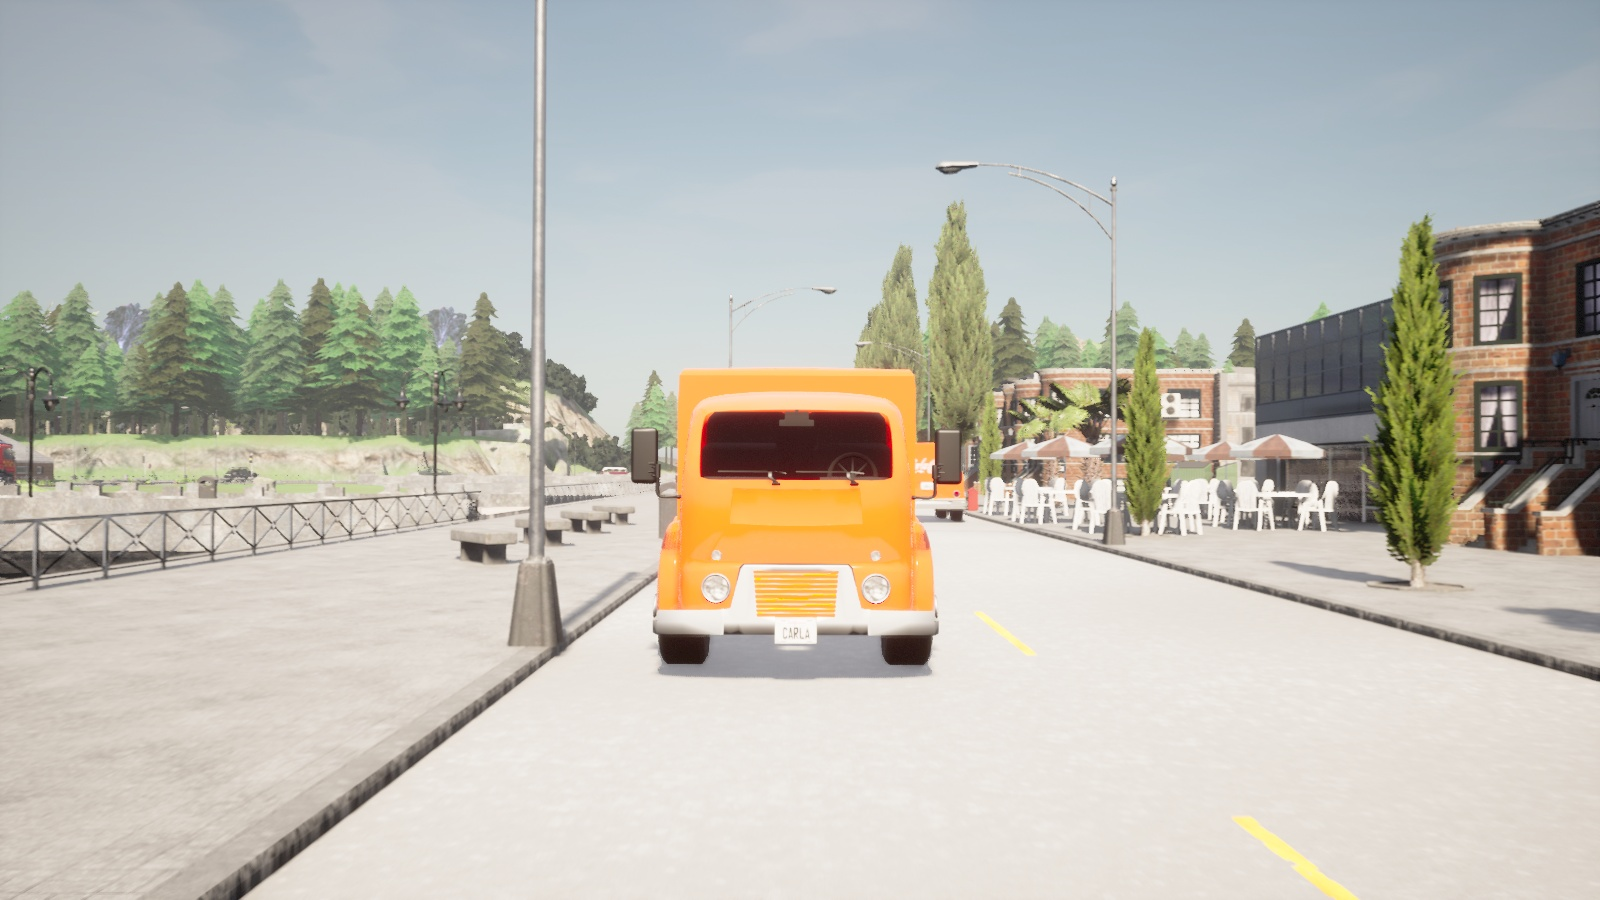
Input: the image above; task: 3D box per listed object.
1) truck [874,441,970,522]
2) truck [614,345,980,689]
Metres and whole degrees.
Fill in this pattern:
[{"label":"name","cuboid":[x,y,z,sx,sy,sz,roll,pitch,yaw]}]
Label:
[{"label":"truck","cuboid":[3.891,1.001,41.155,2.627,2.467,5.204,0,-1,0]},{"label":"truck","cuboid":[-0.032,0.523,11.651,2.627,2.467,5.204,0,-1,0]}]
